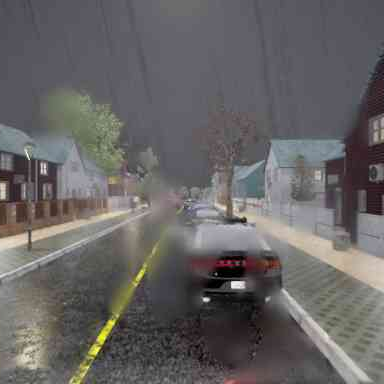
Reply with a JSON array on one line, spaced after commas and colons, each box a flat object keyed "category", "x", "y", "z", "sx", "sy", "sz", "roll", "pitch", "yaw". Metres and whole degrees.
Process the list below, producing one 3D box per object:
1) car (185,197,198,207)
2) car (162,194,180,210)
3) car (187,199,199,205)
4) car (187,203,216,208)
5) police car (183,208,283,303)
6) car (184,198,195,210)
[{"category": "car", "x": -0.137, "y": 1.711, "z": 58.085, "sx": 2.128, "sy": 1.511, "sz": 4.902, "roll": 0, "pitch": 0, "yaw": 0}, {"category": "car", "x": -2.860, "y": 1.359, "z": 46.484, "sx": 2.150, "sy": 2.045, "sz": 5.566, "roll": 0, "pitch": 0, "yaw": 0}, {"category": "car", "x": 0.768, "y": 1.514, "z": 24.314, "sx": 1.882, "sy": 1.535, "sz": 5.008, "roll": 0, "pitch": 0, "yaw": 0}, {"category": "car", "x": 0.782, "y": 1.546, "z": 18.313, "sx": 1.812, "sy": 1.442, "sz": 4.674, "roll": 0, "pitch": 0, "yaw": 0}, {"category": "police car", "x": 0.805, "y": 1.431, "z": 8.422, "sx": 1.930, "sy": 1.638, "sz": 5.238, "roll": 0, "pitch": 0, "yaw": 0}, {"category": "car", "x": -0.085, "y": 1.620, "z": 44.899, "sx": 2.128, "sy": 1.511, "sz": 4.902, "roll": 0, "pitch": 0, "yaw": 1}]
